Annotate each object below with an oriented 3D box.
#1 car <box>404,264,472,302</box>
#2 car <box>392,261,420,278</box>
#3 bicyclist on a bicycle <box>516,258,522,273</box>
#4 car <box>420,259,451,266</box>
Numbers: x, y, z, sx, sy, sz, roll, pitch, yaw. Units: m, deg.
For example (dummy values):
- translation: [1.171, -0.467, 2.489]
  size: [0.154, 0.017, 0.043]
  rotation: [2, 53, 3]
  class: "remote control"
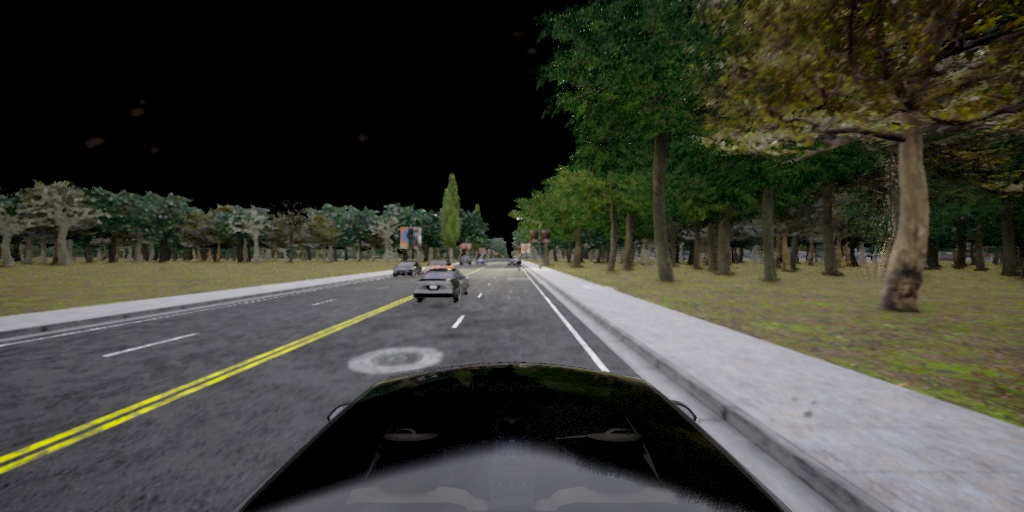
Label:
- translation: [-3.149, 1.299, 16.855]
  size: [2.033, 1.411, 5.357]
  rotation: [0, 0, 0]
  class: "car"
- translation: [-9.840, 1.267, 34.151]
  size: [1.837, 1.490, 4.892]
  rotation: [0, -1, 0]
  class: "car"
- translation: [0.897, 1.137, 42.711]
  size: [0.659, 1.776, 1.843]
  rotation: [0, 0, 0]
  class: "bicyclist on a bicycle"
- translation: [-6.590, 1.111, 32.763]
  size: [2.097, 1.767, 4.553]
  rotation: [0, 0, 0]
  class: "car"
